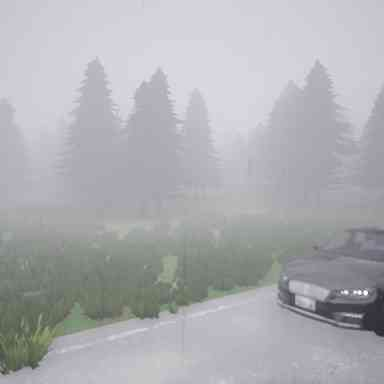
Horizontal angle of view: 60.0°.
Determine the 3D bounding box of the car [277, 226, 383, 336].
[{"bbox_3d":[3.779,1.492,6.707,4.902,1.511,2.128,0,0,-36],"label":"car"}]
